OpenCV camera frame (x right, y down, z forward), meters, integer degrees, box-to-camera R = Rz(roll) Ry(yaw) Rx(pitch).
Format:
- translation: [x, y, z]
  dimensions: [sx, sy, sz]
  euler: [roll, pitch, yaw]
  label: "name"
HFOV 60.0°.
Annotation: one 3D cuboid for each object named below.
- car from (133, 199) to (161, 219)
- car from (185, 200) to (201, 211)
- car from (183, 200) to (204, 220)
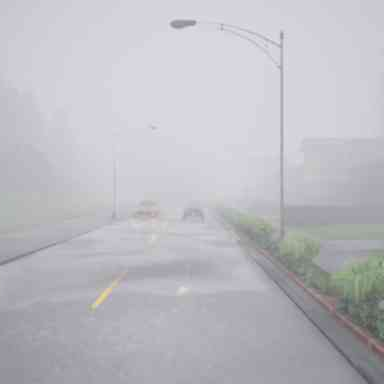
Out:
- translation: [-4.064, 1.511, 30.404]
  dimensions: [2.097, 1.767, 4.553]
  euler: [0, 0, 0]
  label: "car"
- translation: [0.158, 1.788, 45.862]
  dimensions: [2.033, 1.411, 5.357]
  euler: [0, 0, 1]
  label: "car"
- translation: [0.133, 1.683, 29.978]
  dimensions: [1.812, 1.442, 4.674]
  euler: [0, 0, 0]
  label: "car"
